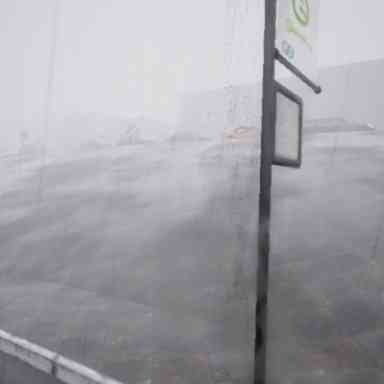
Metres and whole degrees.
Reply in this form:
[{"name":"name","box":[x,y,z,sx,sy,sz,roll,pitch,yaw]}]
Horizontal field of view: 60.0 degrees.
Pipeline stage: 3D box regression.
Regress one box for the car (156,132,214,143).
[{"name":"car","box":[-0.218,-4.065,26.867,4.674,1.452,2.002,2,1,33]}]

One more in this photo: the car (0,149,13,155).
[{"name":"car","box":[-23.009,-4.739,42.245,4.674,1.452,2.002,2,1,34]}]

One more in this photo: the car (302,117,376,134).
[{"name":"car","box":[9.247,-3.905,21.122,4.553,1.767,2.185,2,1,31]}]

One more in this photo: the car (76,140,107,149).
[{"name":"car","box":[-9.429,-4.402,32.994,4.892,1.521,2.231,2,1,34]}]

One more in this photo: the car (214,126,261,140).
[{"name":"car","box":[4.493,-3.942,23.938,5.008,1.535,2.097,2,1,32]}]

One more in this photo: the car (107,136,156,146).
[{"name":"car","box":[-4.864,-4.262,29.895,4.892,1.521,2.231,2,1,34]}]

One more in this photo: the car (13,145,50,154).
[{"name":"car","box":[-18.467,-4.780,39.151,4.553,1.767,2.185,2,1,34]}]
